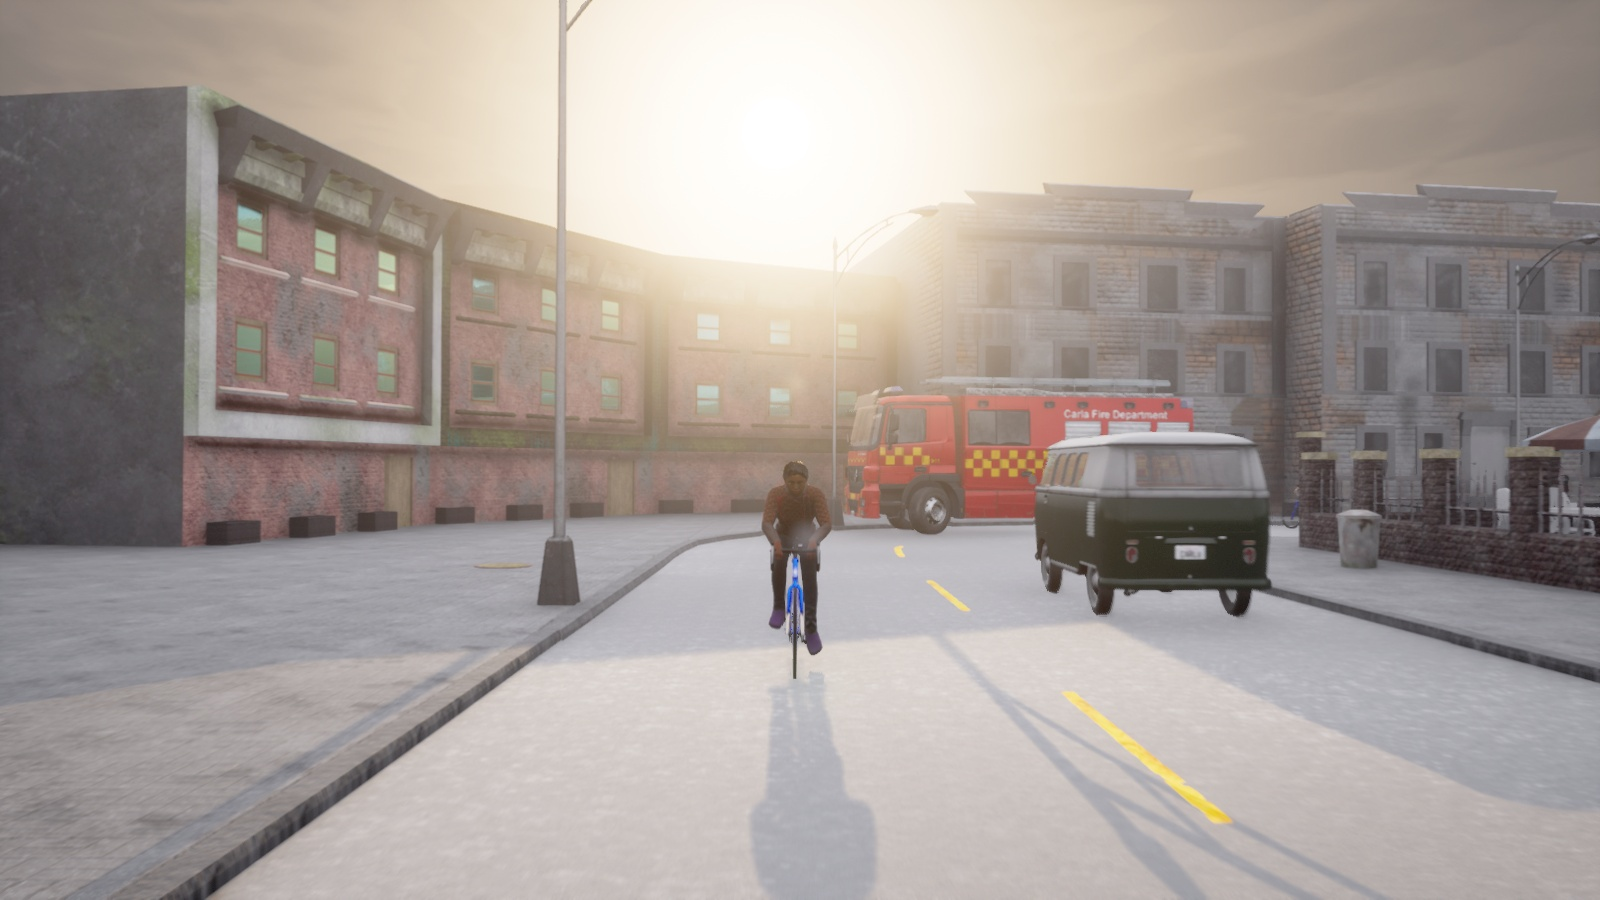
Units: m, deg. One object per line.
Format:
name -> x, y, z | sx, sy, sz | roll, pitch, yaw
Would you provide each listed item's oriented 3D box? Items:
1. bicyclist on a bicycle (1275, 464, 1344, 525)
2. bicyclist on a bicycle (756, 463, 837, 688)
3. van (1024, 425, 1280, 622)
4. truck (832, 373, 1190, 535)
bicyclist on a bicycle -> 13.745, 1.201, 33.914 | 1.509, 1.612, 0.866 | 0, -1, 0
bicyclist on a bicycle -> -0.029, 0.913, 9.917 | 0.582, 1.620, 1.656 | 0, 0, 0
van -> 3.952, 0.772, 14.925 | 1.775, 1.987, 4.442 | 0, -1, 0
truck -> 5.239, 0.099, 31.843 | 8.468, 3.827, 2.891 | 0, -1, -9
